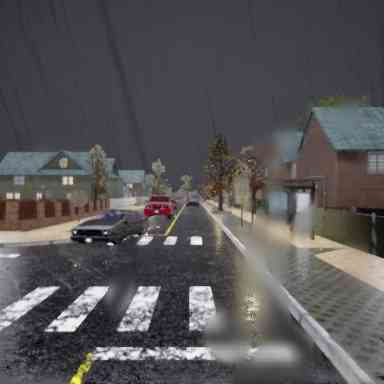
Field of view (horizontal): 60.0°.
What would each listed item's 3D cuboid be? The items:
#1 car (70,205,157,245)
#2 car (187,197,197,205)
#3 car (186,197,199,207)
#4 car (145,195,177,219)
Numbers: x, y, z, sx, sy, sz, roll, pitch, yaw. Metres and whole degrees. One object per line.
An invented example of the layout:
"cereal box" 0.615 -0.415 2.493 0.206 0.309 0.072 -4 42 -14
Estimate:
"car" -3.628 1.549 15.958 2.033 1.411 5.357 0 0 11
"car" 0.036 1.742 63.735 1.837 1.490 4.892 0 0 0
"car" 0.121 1.729 53.749 1.994 1.385 4.181 0 0 0
"car" -2.832 1.260 29.708 2.150 2.045 5.566 0 0 1
